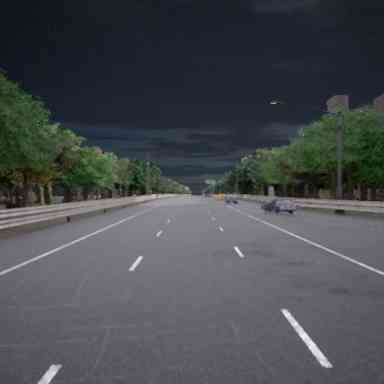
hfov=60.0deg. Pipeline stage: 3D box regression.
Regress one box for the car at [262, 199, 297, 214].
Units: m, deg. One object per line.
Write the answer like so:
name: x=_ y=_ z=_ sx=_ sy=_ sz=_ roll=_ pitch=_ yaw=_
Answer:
car: x=8.805 y=1.466 z=33.958 sx=2.033 sy=1.411 sz=5.357 roll=0 pitch=0 yaw=-8

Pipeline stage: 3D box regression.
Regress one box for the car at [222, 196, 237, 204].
car: x=6.834 y=1.422 z=58.637 sx=1.895 sy=1.301 sz=4.718 roll=0 pitch=0 yaw=2

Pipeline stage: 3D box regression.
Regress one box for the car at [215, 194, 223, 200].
car: x=7.033 y=1.258 z=85.154 sx=1.882 sy=1.535 sz=5.008 roll=0 pitch=0 yaw=0
